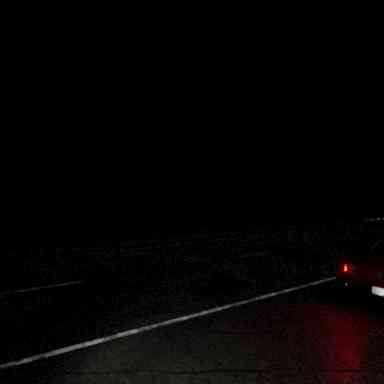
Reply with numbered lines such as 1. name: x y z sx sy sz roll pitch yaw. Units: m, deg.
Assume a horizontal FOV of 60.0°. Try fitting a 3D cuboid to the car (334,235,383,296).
1. car: 5.374 1.593 7.573 4.718 1.301 1.895 0 0 -35
